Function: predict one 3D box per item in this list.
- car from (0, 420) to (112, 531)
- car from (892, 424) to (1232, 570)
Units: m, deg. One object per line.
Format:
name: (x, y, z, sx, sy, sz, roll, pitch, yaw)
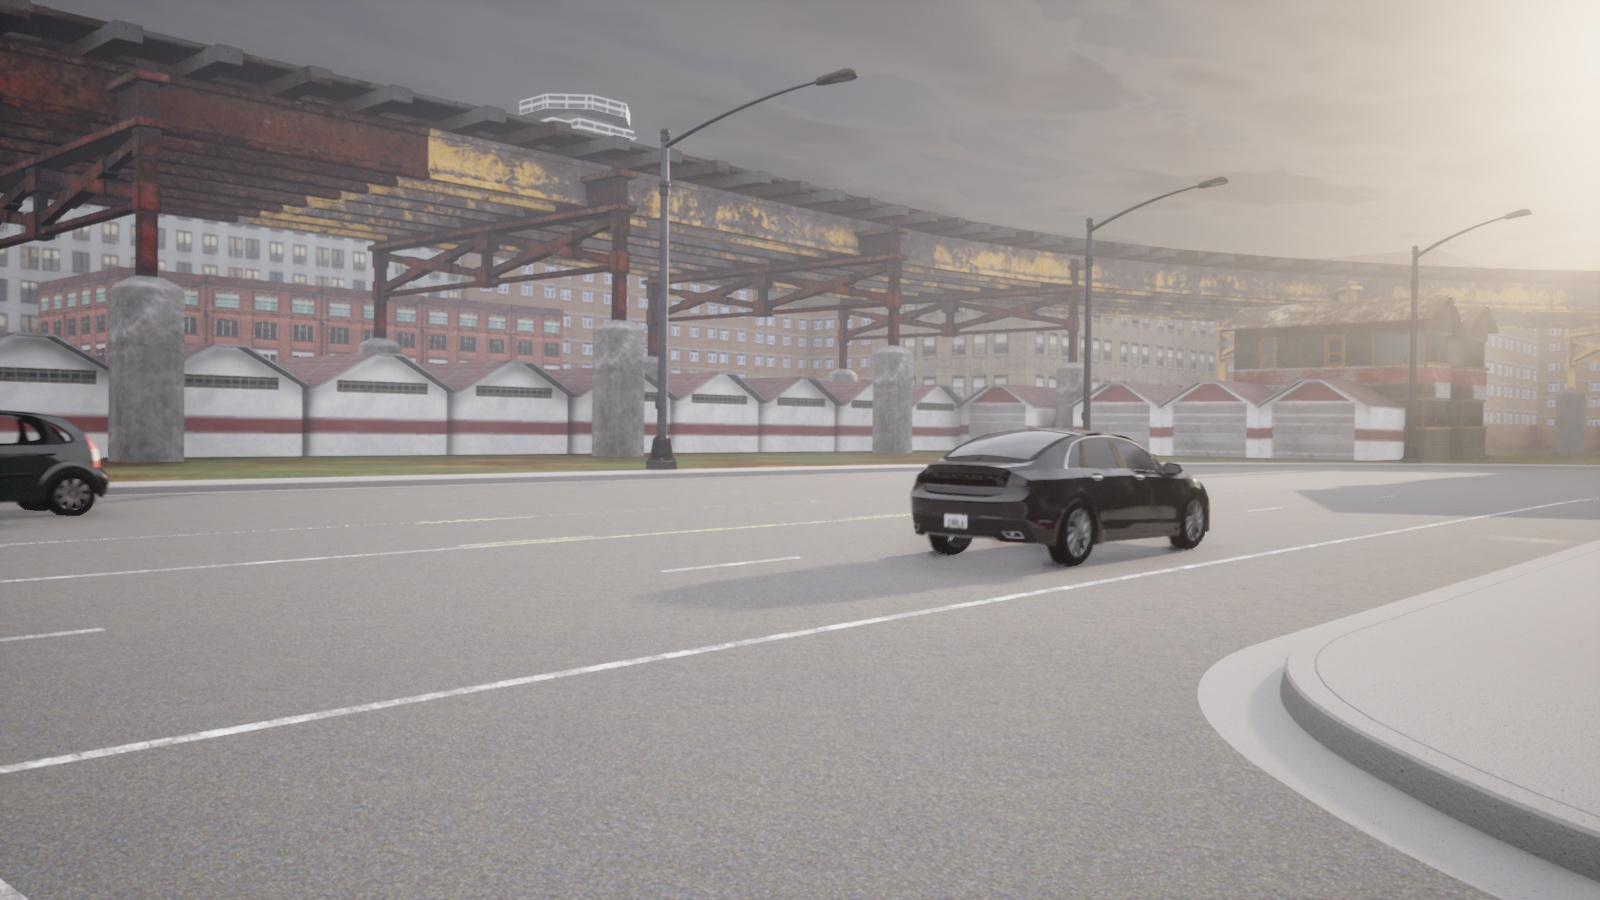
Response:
car: (-12.615, 0.370, 18.451, 1.851, 1.617, 3.988, 1, 1, 42)
car: (3.368, 0.438, 15.358, 1.837, 1.490, 4.892, 1, 1, 42)
